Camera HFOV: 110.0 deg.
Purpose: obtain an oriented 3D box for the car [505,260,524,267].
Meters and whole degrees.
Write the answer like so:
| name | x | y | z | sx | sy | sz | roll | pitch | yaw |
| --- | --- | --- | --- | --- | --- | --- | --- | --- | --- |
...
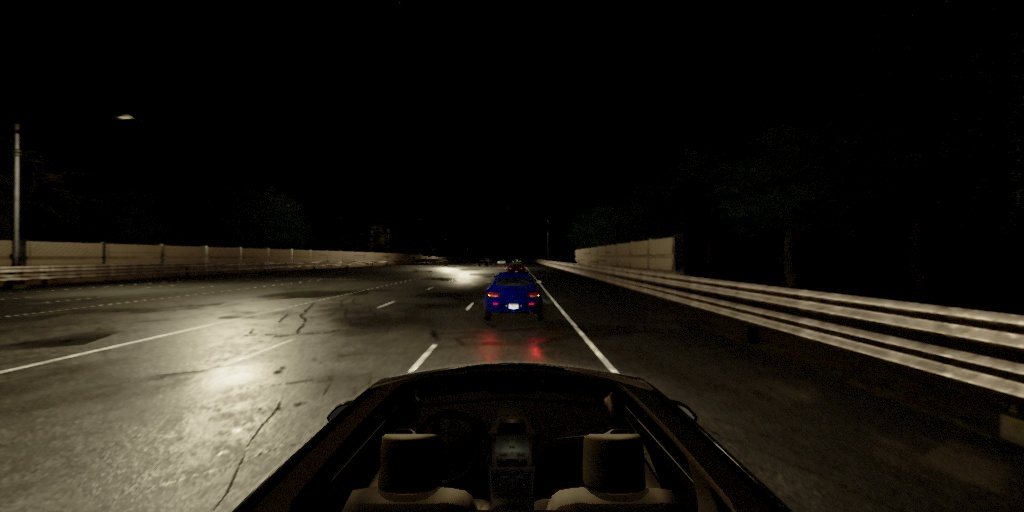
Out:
| name | x | y | z | sx | sy | sz | roll | pitch | yaw |
| --- | --- | --- | --- | --- | --- | --- | --- | --- | --- |
| car | 0.452 | 1.418 | 41.341 | 1.895 | 1.301 | 4.718 | 0 | 0 | 1 |

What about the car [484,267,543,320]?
| name | x | y | z | sx | sy | sz | roll | pitch | yaw |
| --- | --- | --- | --- | --- | --- | --- | --- | --- | --- |
| car | 0.069 | 1.274 | 12.533 | 1.812 | 1.442 | 4.674 | 0 | 0 | 1 |
